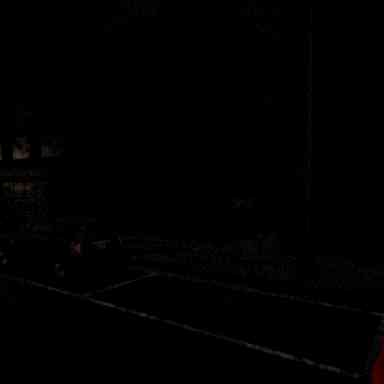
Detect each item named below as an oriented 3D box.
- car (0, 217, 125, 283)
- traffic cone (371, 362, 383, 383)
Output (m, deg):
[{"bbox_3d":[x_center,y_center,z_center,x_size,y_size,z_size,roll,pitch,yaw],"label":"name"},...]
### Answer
[{"bbox_3d":[-3.925,1.431,9.712,4.097,1.590,1.967,0,1,35],"label":"car"},{"bbox_3d":[1.819,1.955,3.240,0.340,0.580,0.340,0,0,35],"label":"traffic cone"}]
